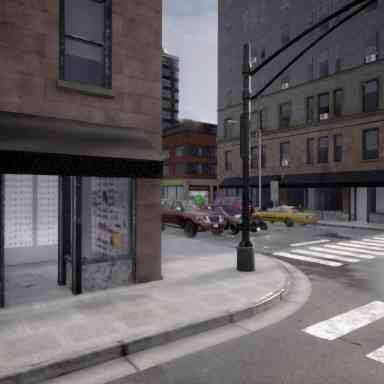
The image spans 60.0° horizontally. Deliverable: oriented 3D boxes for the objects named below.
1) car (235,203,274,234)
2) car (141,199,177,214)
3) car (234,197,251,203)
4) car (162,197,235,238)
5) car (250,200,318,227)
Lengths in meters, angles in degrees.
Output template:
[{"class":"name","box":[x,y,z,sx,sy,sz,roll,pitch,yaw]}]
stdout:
[{"class":"car","box":[1.795,1.529,19.245,2.033,1.411,5.357,0,0,-38]},{"class":"car","box":[-3.682,1.531,36.427,1.887,1.381,4.507,0,0,-36]},{"class":"car","box":[2.916,1.314,27.182,2.192,1.841,5.009,0,0,-36]},{"class":"car","box":[-0.323,1.286,17.905,2.192,1.841,5.009,0,0,-36]},{"class":"car","box":[6.115,1.530,22.697,1.752,1.417,4.829,0,0,-36]}]
